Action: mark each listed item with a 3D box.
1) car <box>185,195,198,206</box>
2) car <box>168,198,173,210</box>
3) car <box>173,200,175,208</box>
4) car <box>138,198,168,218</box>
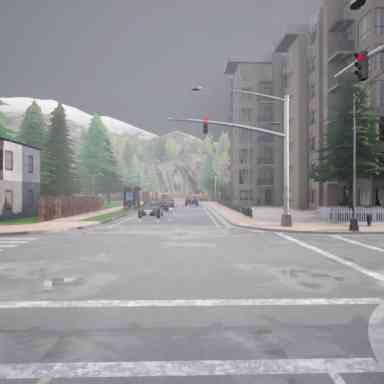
[{"bbox_3d":[-0.064,1.352,54.222,2.097,1.767,4.553,0,0,0],"label":"car"},{"bbox_3d":[-3.636,1.601,39.048,1.895,1.301,4.718,0,0,0],"label":"car"},{"bbox_3d":[-3.630,1.564,49.071,1.994,1.385,4.181,0,0,0],"label":"car"},{"bbox_3d":[-3.627,1.491,29.818,2.128,1.511,4.902,0,0,0],"label":"car"}]
